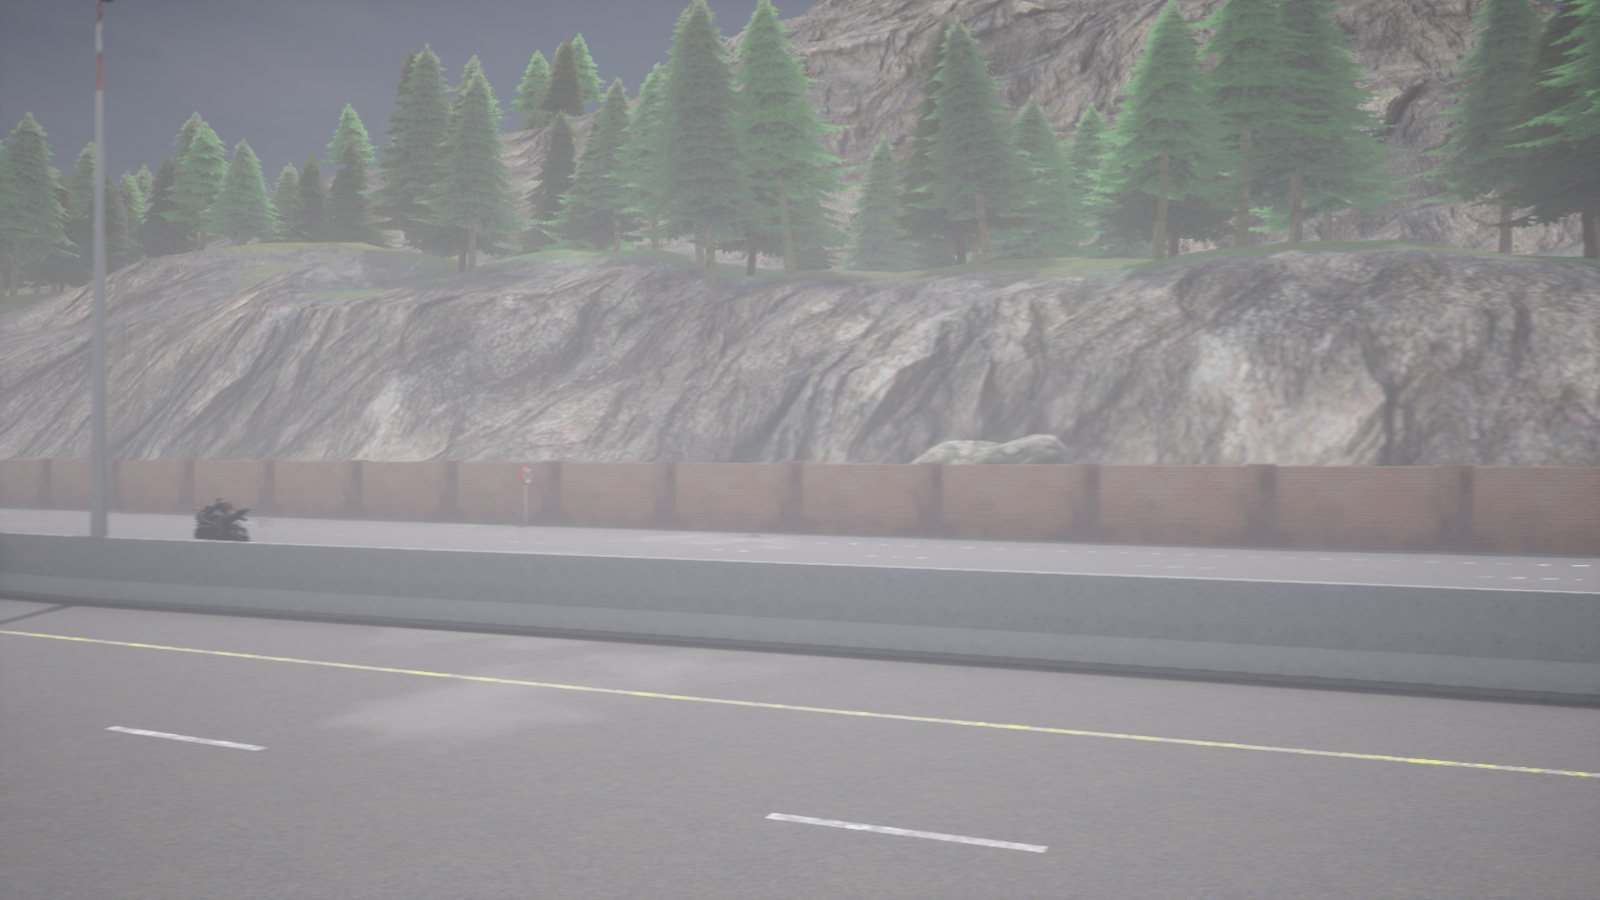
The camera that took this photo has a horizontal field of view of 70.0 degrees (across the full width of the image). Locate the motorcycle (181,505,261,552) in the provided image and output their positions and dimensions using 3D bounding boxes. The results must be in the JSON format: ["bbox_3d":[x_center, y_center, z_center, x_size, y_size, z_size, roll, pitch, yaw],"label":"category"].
[{"bbox_3d":[-16.746,2.241,33.043,2.209,1.251,0.867,0,0,25],"label":"motorcycle"}]
